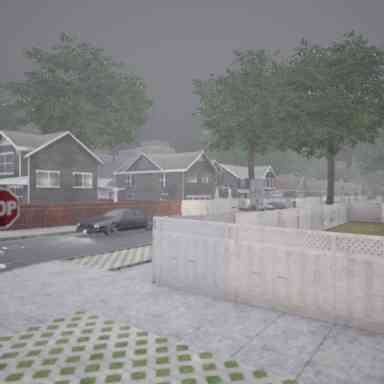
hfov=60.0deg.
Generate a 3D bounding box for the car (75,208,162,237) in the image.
[{"bbox_3d":[-3.909,1.627,19.091,2.033,1.411,5.357,0,0,36],"label":"car"}]

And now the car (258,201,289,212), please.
[{"bbox_3d":[9.291,1.769,37.565,2.033,1.411,5.357,0,0,36],"label":"car"}]
